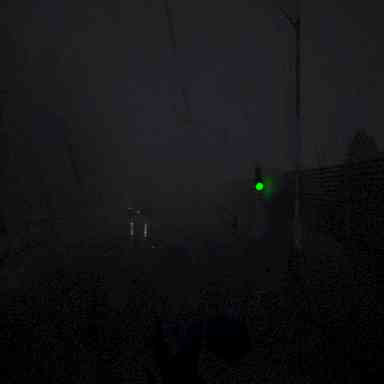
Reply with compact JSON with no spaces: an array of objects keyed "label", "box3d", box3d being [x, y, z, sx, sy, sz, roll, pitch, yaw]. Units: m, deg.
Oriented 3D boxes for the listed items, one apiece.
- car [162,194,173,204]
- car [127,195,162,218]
[{"label":"car","box3d":[-3.972,0.974,51.322,2.033,1.411,5.357,0,1,0]},{"label":"car","box3d":[-3.985,1.206,27.075,2.128,1.511,4.902,0,1,0]}]
